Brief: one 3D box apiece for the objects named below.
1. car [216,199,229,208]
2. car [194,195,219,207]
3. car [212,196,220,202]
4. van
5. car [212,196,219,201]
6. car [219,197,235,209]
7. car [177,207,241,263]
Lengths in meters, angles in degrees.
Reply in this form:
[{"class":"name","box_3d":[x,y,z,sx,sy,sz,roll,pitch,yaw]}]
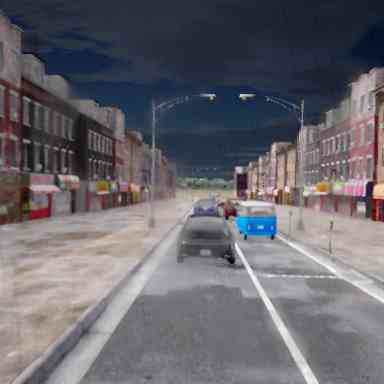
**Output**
[{"class":"car","box_3d":[4.603,1.699,50.369,1.802,1.307,4.206,0,0,2]},{"class":"car","box_3d":[1.209,1.397,29.113,2.097,1.767,4.553,1,0,2]},{"class":"car","box_3d":[5.966,1.741,83.535,1.947,1.339,4.313,0,0,2]},{"class":"van","box_3d":[3.238,1.406,17.202,1.690,1.788,3.998,0,0,2]},{"class":"car","box_3d":[6.194,1.767,89.063,1.802,1.307,4.206,0,0,2]},{"class":"car","box_3d":[3.692,1.397,28.258,2.192,1.841,5.009,0,0,2]},{"class":"car","box_3d":[0.508,1.524,12.144,1.837,1.490,4.892,1,0,2]}]
